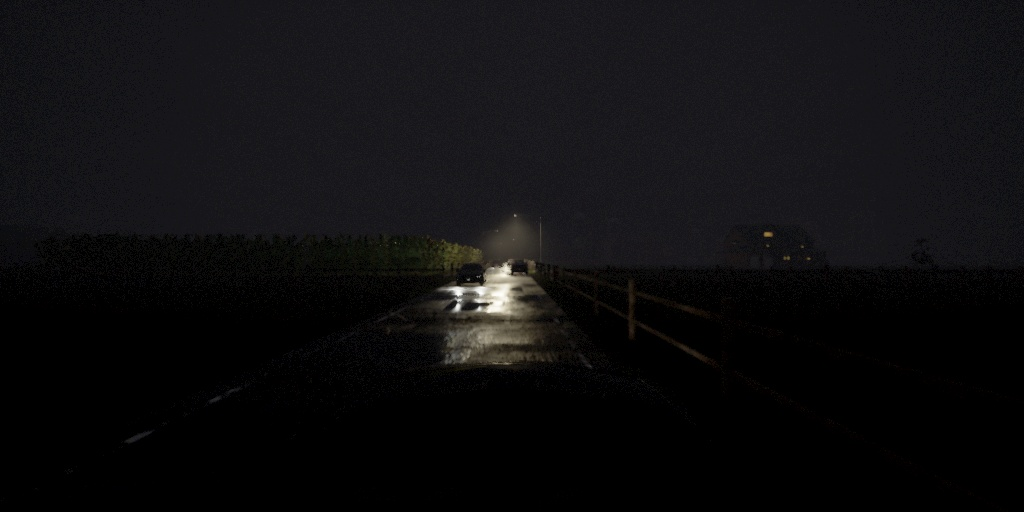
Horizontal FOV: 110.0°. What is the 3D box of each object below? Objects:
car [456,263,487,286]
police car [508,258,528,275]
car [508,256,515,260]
[{"bbox_3d":[-2.841,1.281,25.767,1.837,1.490,4.892,0,0,0],"label":"car"},{"bbox_3d":[0.835,1.243,40.874,1.930,1.638,5.238,0,0,0],"label":"police car"},{"bbox_3d":[0.839,1.214,56.735,2.097,1.767,4.553,0,0,0],"label":"car"}]
